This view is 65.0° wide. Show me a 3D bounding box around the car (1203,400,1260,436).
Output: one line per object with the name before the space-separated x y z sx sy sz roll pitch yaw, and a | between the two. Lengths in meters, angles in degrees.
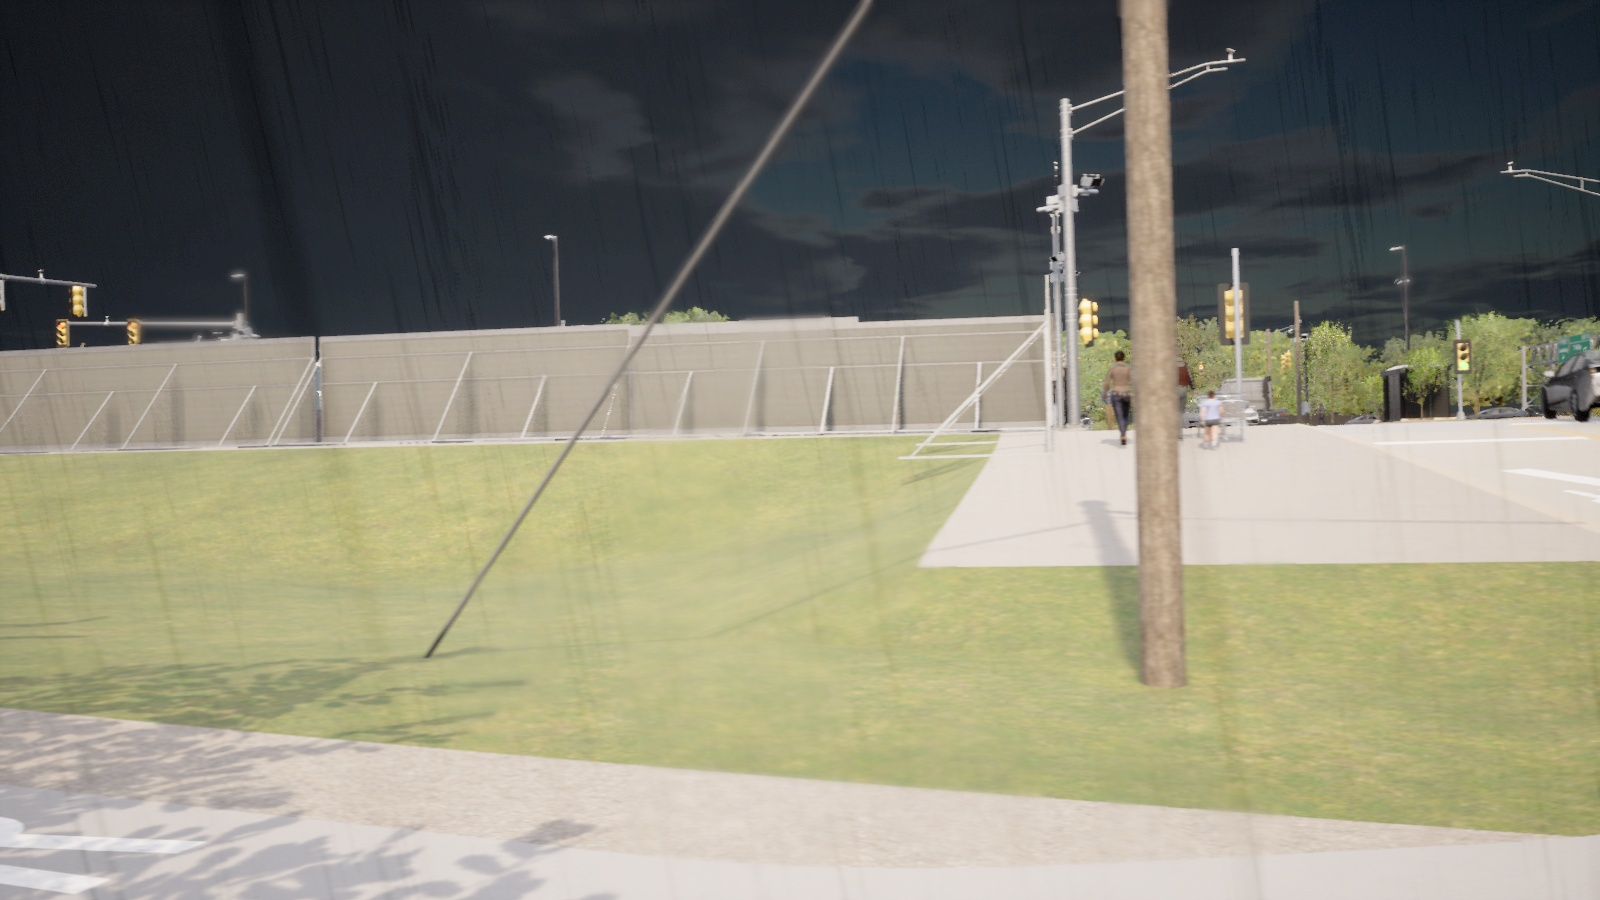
car | 19.414 -1.414 56.607 1.812 1.442 4.674 -1 0 12

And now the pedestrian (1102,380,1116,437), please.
pedestrian | 10.639 -1.415 43.170 0.423 1.949 0.788 -1 0 14

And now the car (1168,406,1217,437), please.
car | 22.765 -1.617 72.946 2.242 1.667 4.611 -1 0 12

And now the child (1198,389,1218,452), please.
child | 7.210 -0.517 22.185 0.255 1.110 0.394 -1 0 9

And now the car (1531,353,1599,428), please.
car | 17.781 -1.348 27.789 2.007 1.525 4.514 -2 2 20

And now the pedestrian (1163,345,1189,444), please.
pedestrian | 7.186 -1.043 24.006 0.376 1.854 0.720 -1 0 11

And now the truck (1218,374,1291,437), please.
truck | 26.915 -2.535 74.691 2.891 3.462 7.936 -1 0 11

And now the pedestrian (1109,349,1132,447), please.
pedestrian | 6.034 -0.968 23.668 0.328 1.805 0.869 -1 0 11
